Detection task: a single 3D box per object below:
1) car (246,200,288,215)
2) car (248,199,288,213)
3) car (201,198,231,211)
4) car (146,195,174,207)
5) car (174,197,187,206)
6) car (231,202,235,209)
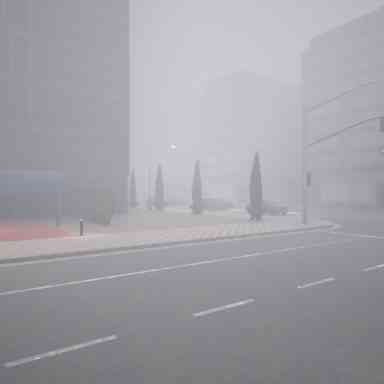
[{"bbox_3d":[7.469,1.526,33.525,1.812,1.442,4.674,0,0,-38],"label":"car"},{"bbox_3d":[8.614,1.564,37.999,1.994,1.385,4.181,0,0,-35],"label":"car"},{"bbox_3d":[2.219,1.505,41.045,1.837,1.490,4.892,0,0,-35],"label":"car"},{"bbox_3d":[-5.329,1.353,51.883,2.097,1.767,4.553,0,0,-35],"label":"car"},{"bbox_3d":[-2.557,1.564,54.023,1.994,1.385,4.181,0,0,-35],"label":"car"},{"bbox_3d":[3.805,1.564,44.890,1.994,1.385,4.181,0,0,-35],"label":"car"}]
